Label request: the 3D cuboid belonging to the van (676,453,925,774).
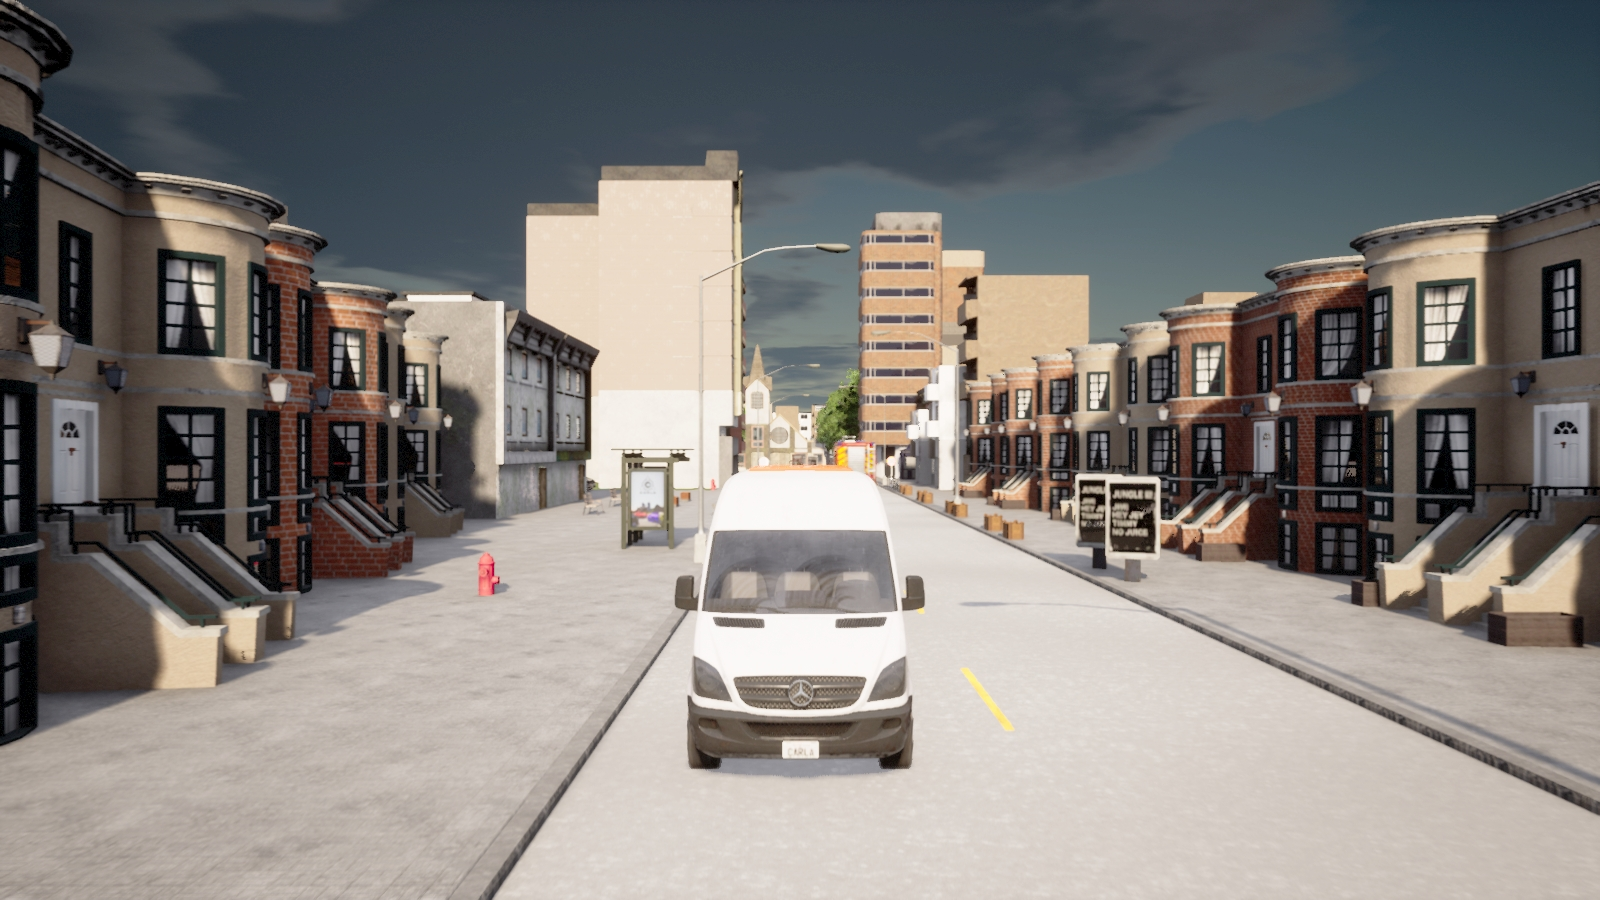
[{"bbox_3d":[0.006,1.315,12.078,1.988,2.561,5.915,0,0,0],"label":"van"}]
